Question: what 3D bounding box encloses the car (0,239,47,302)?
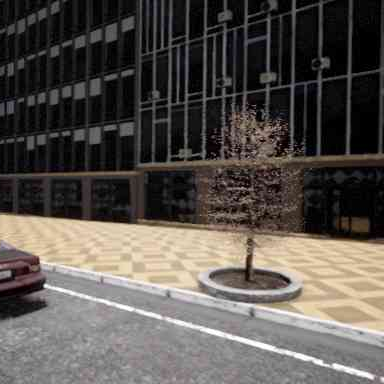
[{"bbox_3d":[-5.451,1.522,7.315,5.357,1.411,2.033,0,0,34],"label":"car"}]
